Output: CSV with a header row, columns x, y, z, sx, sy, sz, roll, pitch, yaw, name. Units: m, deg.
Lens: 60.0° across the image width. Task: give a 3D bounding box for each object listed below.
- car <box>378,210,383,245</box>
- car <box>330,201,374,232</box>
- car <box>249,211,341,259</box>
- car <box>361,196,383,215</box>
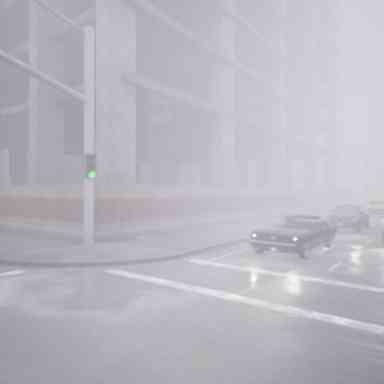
x,y,z,sx,sy,sz,roll,pitch,yaw,name
9.636,1.562,14.469,1.994,1.385,4.181,0,0,36,car
9.476,1.513,20.143,1.812,1.442,4.674,0,0,36,car
4.019,1.587,12.799,1.895,1.301,4.718,0,0,37,car
17.306,1.465,30.732,1.882,1.535,5.008,0,0,37,car
